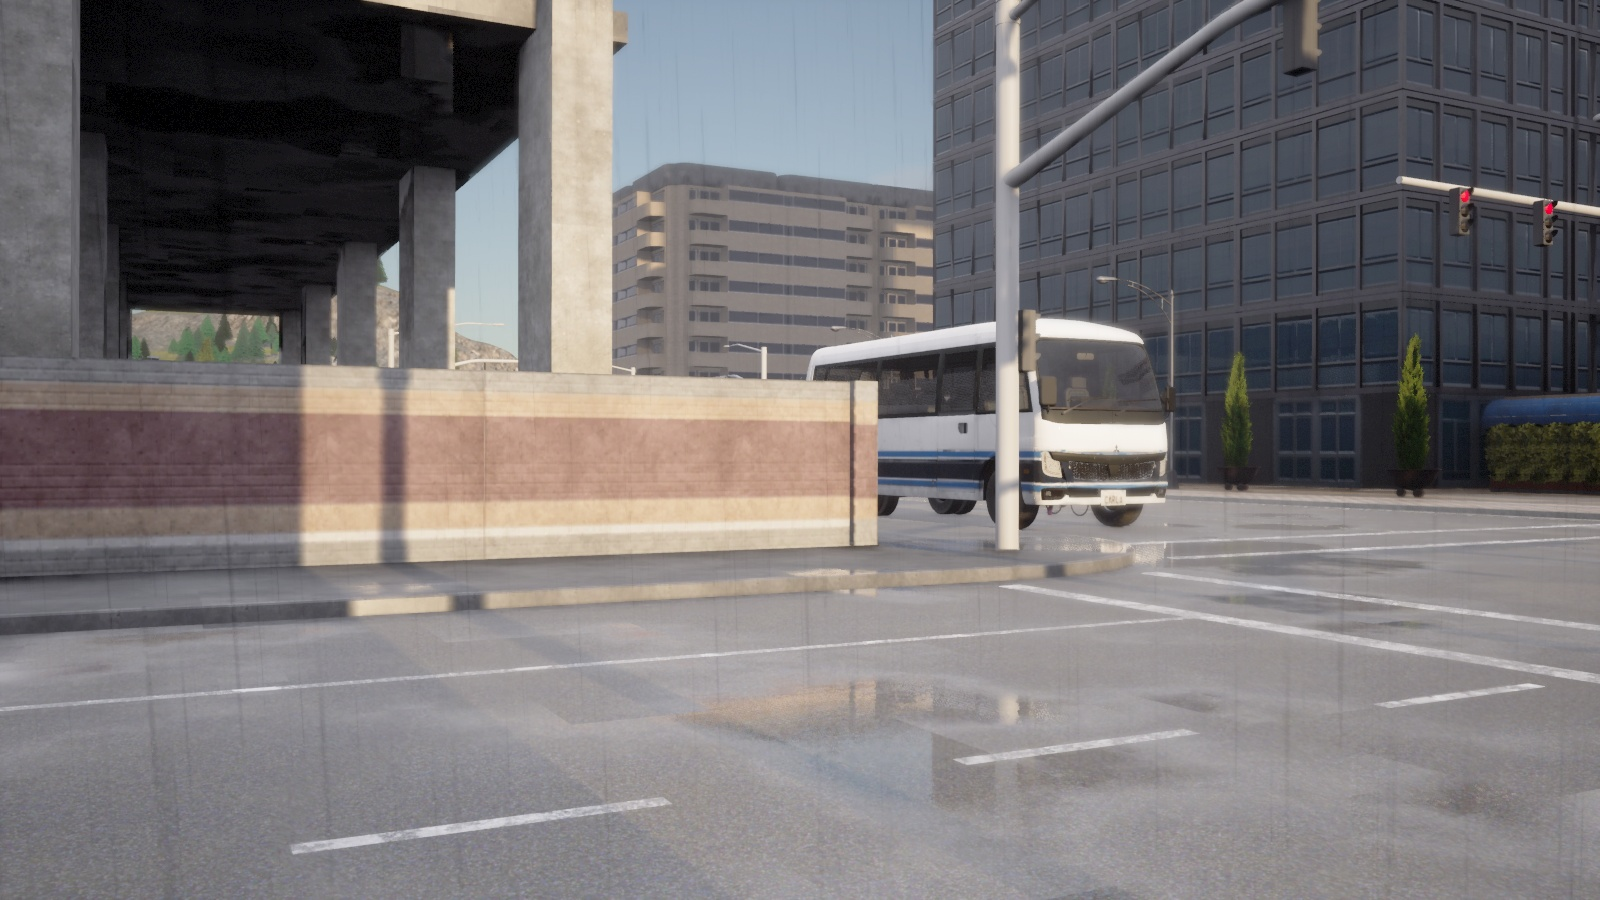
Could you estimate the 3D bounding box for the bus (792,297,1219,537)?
[{"bbox_3d":[3.924,-0.572,27.768,3.944,4.253,10.273,0,0,-27],"label":"bus"}]
